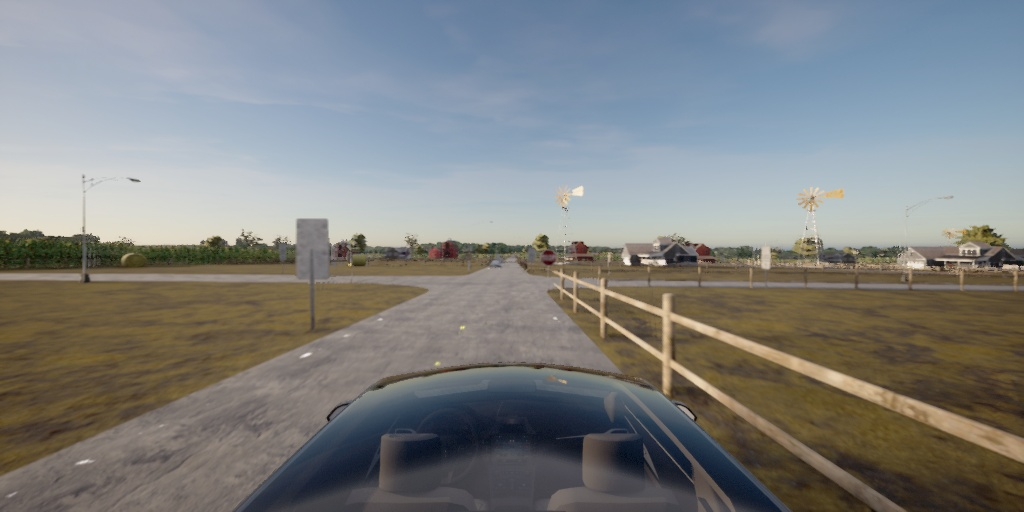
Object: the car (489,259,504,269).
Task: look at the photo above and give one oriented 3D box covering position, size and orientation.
[{"bbox_3d":[-2.774,1.417,60.083,1.812,1.442,4.674,0,1,0],"label":"car"}]
